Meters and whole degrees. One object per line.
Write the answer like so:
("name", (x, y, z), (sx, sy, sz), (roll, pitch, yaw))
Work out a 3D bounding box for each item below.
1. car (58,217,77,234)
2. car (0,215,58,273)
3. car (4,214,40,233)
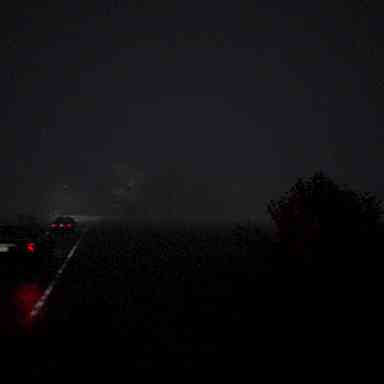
("car", (-11.385, 2.920, 29.687), (2.033, 1.411, 5.357), (2, -3, -16))
("car", (-6.586, 1.912, 12.593), (2.097, 1.767, 4.553), (2, -3, -16))
("car", (-15.429, 2.825, 30.495), (1.882, 1.535, 5.008), (2, -3, -16))
